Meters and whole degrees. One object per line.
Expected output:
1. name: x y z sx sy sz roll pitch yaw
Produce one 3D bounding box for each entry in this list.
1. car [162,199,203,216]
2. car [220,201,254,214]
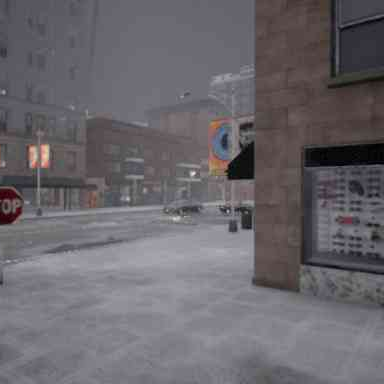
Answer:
1. car: -0.813 1.409 31.747 1.837 1.490 4.892 0 0 36
2. car: 4.740 1.513 33.596 1.895 1.301 4.718 0 0 35
